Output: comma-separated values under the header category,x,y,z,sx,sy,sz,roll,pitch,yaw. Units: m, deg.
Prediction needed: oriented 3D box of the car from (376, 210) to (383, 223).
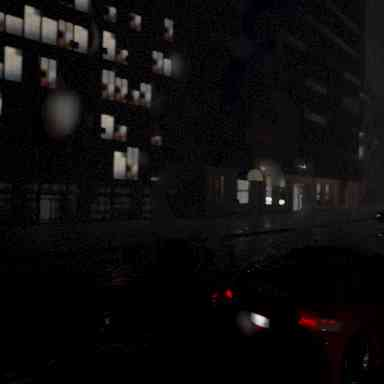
category,x,y,z,sx,sy,sz,roll,pitch,yaw
car,15.753,1.612,25.095,5.357,1.411,2.033,0,0,-43

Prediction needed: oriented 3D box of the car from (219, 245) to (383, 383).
category,x,y,z,sx,sy,sz,roll,pitch,yaw
car,2.448,1.580,5.368,4.181,1.385,1.994,0,0,-37
